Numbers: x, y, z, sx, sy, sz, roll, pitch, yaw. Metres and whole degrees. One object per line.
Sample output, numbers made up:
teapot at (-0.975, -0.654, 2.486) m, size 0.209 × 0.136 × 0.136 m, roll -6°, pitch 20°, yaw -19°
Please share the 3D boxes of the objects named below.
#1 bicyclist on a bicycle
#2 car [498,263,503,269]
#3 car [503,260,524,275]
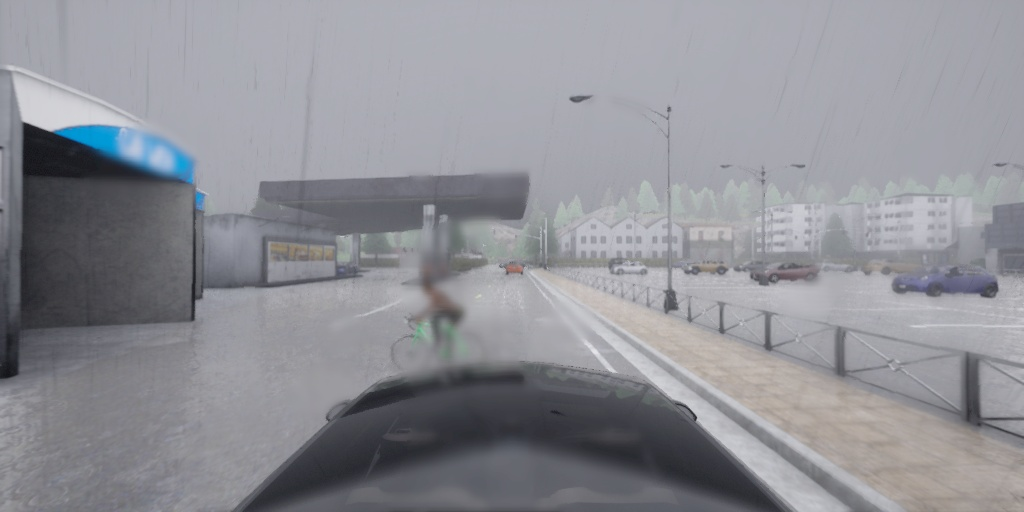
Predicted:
bicyclist on a bicycle at (-1.290, 1.238, 6.259) m, size 1.656 × 1.620 × 0.582 m, roll -2°, pitch 0°, yaw 0°
car at (-0.203, 1.471, 63.987) m, size 4.553 × 1.767 × 2.097 m, roll -1°, pitch 0°, yaw -26°
car at (0.318, 1.444, 45.675) m, size 2.097 × 1.767 × 4.553 m, roll 0°, pitch 0°, yaw 1°
